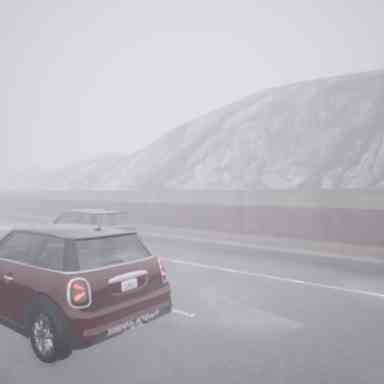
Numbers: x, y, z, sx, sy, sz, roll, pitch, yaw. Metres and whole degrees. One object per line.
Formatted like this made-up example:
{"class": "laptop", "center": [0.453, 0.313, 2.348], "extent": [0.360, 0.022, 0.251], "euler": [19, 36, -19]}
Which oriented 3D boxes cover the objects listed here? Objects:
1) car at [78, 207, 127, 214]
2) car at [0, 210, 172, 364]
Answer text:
{"class": "car", "center": [-3.826, 1.374, 11.672], "extent": [4.553, 1.767, 2.097], "euler": [0, 0, 40]}
{"class": "car", "center": [-2.585, 1.363, 6.142], "extent": [4.553, 1.767, 2.097], "euler": [0, 0, 38]}
